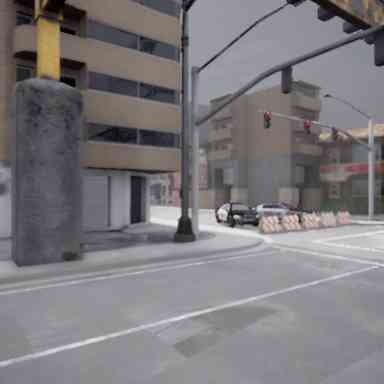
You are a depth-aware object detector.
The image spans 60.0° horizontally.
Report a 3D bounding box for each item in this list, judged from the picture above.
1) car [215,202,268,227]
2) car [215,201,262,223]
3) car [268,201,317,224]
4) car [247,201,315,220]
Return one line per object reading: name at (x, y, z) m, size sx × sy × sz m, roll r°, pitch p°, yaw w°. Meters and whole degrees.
car at (3.063, 1.481, 22.742) m, size 2.038 × 1.542 × 4.974 m, roll 0°, pitch 0°, yaw -11°
car at (3.053, 1.324, 22.793) m, size 1.853 × 1.218 × 4.536 m, roll 0°, pitch 0°, yaw -11°
car at (6.638, 1.489, 24.891) m, size 4.974 × 1.542 × 2.038 m, roll 0°, pitch 0°, yaw 34°
car at (6.596, 1.331, 24.920) m, size 4.536 × 1.218 × 1.853 m, roll 0°, pitch 0°, yaw 34°
